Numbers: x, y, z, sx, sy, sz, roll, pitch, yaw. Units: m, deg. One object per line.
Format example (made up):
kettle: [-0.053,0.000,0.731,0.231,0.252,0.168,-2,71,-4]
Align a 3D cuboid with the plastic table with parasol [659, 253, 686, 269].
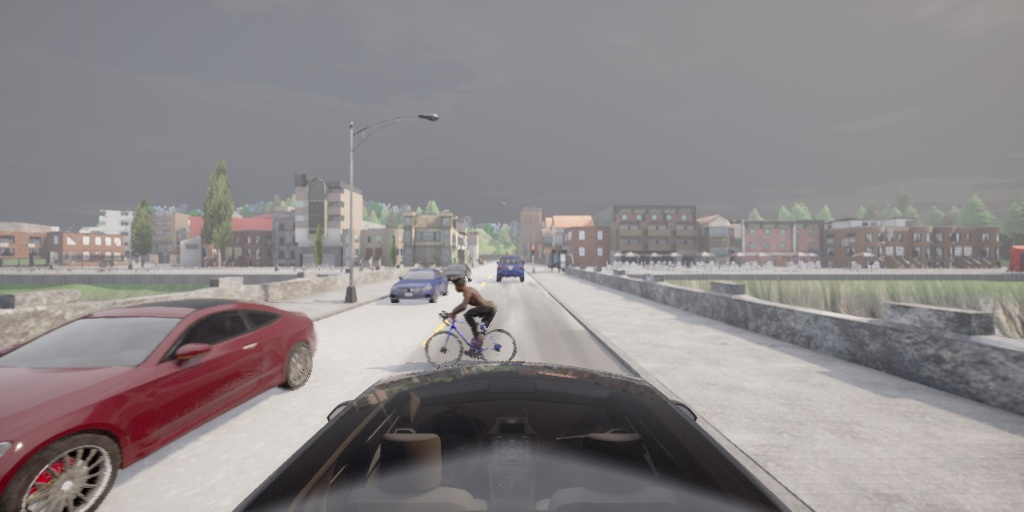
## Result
plastic table with parasol: [22.655,0.764,50.071,2.482,2.480,2.482,0,0,0]

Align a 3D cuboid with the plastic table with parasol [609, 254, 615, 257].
plastic table with parasol: [15.659,0.770,53.065,2.482,2.480,2.482,0,0,0]

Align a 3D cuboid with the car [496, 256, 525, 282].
car: [-0.103,1.024,29.393,2.150,2.045,5.566,0,0,0]

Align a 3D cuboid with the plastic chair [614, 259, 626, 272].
plastic chair: [13.679,1.360,45.374,0.730,1.272,0.750,0,0,0]

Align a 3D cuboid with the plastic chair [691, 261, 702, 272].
plastic chair: [22.387,1.356,43.919,0.730,1.272,0.750,0,0,0]

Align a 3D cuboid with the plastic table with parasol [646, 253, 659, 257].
plastic table with parasol: [22.234,0.775,55.989,2.482,2.480,2.482,0,0,0]

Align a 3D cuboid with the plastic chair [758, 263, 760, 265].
plastic chair: [36.026,1.373,53.489,0.730,1.272,0.750,0,0,0]

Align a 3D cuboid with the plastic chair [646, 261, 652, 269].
plastic chair: [21.057,1.379,55.909,0.730,1.272,0.750,0,0,-1]

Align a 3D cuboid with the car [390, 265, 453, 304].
car: [-4.157,1.304,16.722,1.812,1.442,4.674,0,0,0]

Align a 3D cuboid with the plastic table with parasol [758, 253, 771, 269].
plastic table with parasol: [37.167,0.769,53.556,2.482,2.480,2.482,0,0,0]

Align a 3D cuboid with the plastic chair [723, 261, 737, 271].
plastic chair: [29.098,1.363,47.850,0.730,1.272,0.750,0,0,-1]

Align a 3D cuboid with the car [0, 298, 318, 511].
car: [-4.088,1.280,4.132,1.812,1.442,4.674,0,0,0]

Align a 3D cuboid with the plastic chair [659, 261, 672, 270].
plastic chair: [21.455,1.368,50.115,0.730,1.272,0.750,0,0,0]

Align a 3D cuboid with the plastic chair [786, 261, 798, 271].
plastic chair: [36.434,1.360,46.890,0.730,1.272,0.750,0,0,0]

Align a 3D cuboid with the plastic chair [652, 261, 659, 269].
plastic chair: [22.232,1.376,54.519,0.750,1.272,0.730,0,0,0]

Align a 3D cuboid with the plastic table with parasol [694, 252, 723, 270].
plastic table with parasol: [23.587,0.752,43.875,2.482,2.480,2.482,0,0,0]

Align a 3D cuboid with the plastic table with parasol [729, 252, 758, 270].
plastic table with parasol: [30.277,0.759,47.740,2.482,2.480,2.482,0,0,0]

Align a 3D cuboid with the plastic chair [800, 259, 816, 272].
plastic chair: [37.579,1.358,45.498,0.750,1.272,0.730,0,0,0]

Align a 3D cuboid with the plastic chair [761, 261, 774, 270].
plastic chair: [37.145,1.370,52.095,0.750,1.272,0.730,0,0,0]

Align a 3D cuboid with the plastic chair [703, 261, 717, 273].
plastic chair: [23.494,1.354,42.525,0.750,1.272,0.730,0,0,0]

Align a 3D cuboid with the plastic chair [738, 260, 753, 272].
plastic chair: [30.274,1.360,46.460,0.750,1.272,0.730,0,0,0]

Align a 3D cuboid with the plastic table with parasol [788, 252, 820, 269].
plastic table with parasol: [37.562,0.756,46.808,2.482,2.480,2.482,0,0,0]

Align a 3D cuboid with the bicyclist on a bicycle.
bicyclist on a bicycle: [-0.757,1.207,6.442,1.656,1.620,0.582,-2,0,0]

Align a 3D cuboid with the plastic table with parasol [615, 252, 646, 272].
plastic table with parasol: [14.950,0.756,45.241,2.482,2.480,2.482,0,0,0]

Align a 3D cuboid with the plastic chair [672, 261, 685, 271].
plastic chair: [22.562,1.365,48.720,0.750,1.272,0.730,0,0,0]

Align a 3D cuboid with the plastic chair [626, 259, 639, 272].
plastic chair: [14.786,1.357,43.980,0.750,1.272,0.730,0,0,0]

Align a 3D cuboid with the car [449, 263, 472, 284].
car: [-4.194,1.304,27.592,1.837,1.490,4.892,0,0,0]

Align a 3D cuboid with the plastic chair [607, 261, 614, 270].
plastic chair: [14.439,1.375,53.178,0.730,1.272,0.750,0,0,0]
